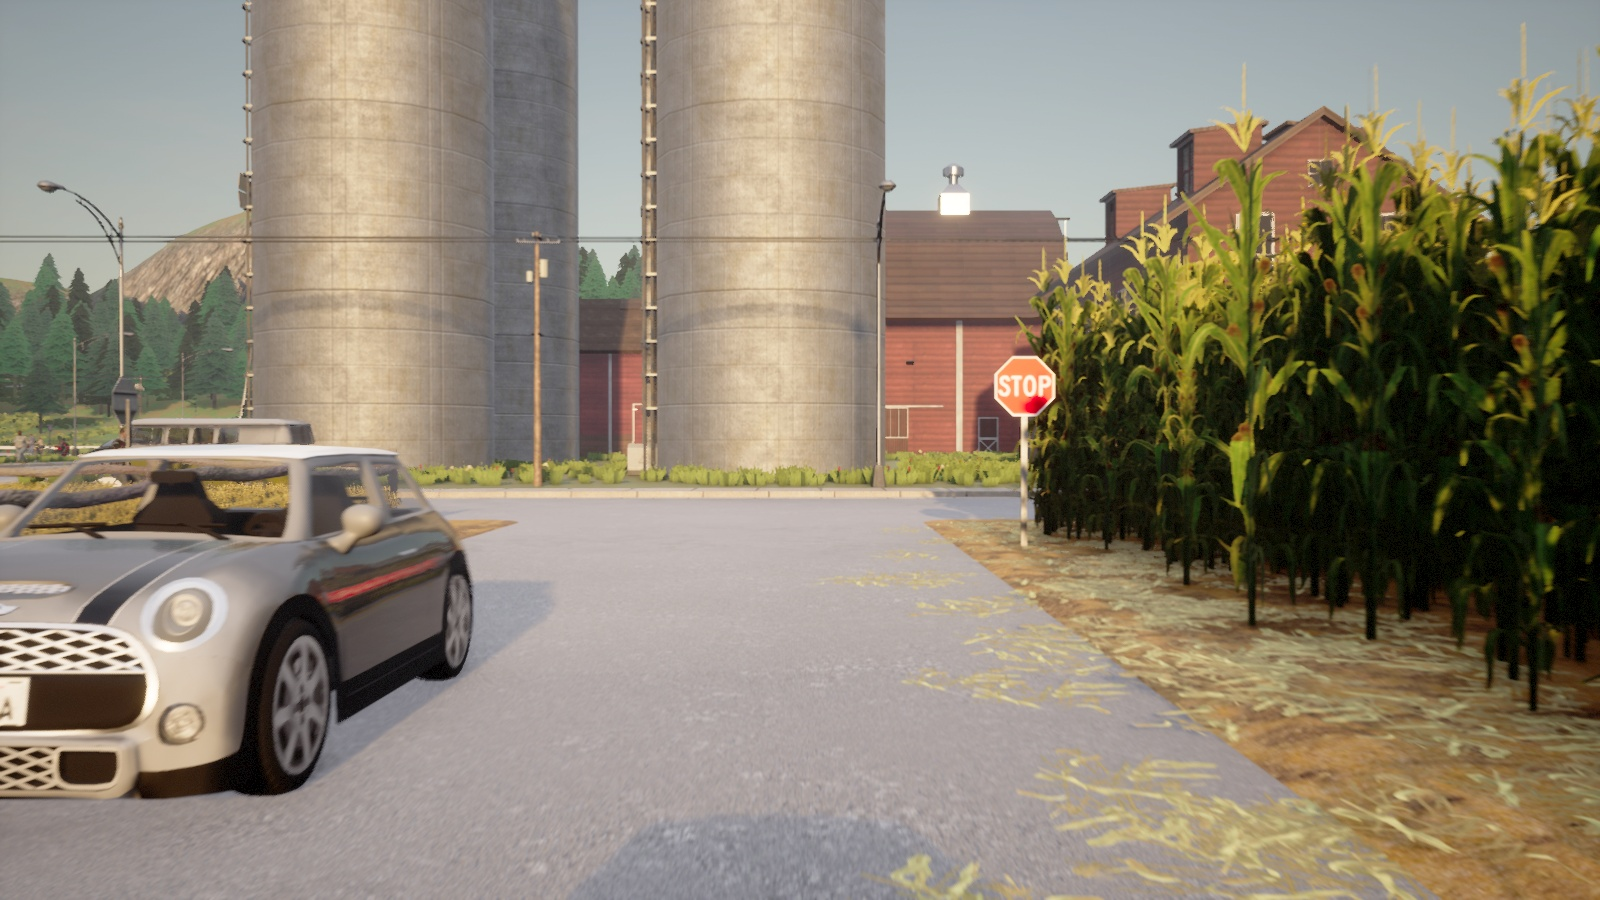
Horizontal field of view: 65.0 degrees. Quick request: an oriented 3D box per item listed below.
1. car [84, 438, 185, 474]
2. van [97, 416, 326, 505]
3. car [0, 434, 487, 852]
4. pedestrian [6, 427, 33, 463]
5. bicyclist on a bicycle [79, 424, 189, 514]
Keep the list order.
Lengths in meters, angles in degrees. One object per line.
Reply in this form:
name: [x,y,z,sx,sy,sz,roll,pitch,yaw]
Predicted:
car: [-28.865,0.217,54.634,1.837,1.490,4.892,0,1,-1]
van: [-13.487,0.227,28.945,4.442,1.987,1.775,0,1,1]
car: [-3.049,0.664,6.337,1.970,1.475,3.806,0,0,0]
pedestrian: [-40.951,-0.251,65.914,0.874,1.855,0.900,0,1,-2]
bicyclist on a bicycle: [-13.499,0.378,25.473,1.843,1.776,0.659,-1,1,0]
